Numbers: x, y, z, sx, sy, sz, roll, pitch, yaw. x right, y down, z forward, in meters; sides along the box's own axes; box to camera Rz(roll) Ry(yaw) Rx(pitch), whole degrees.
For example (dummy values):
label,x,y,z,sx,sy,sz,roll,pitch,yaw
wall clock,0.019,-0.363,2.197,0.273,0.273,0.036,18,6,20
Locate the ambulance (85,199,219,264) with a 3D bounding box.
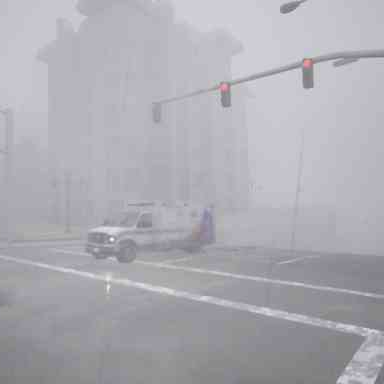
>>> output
label,x,y,z,sx,sy,sz,roll,pitch,yaw
ambulance,-1.505,1.595,14.728,2.351,2.431,6.366,-2,-5,39
